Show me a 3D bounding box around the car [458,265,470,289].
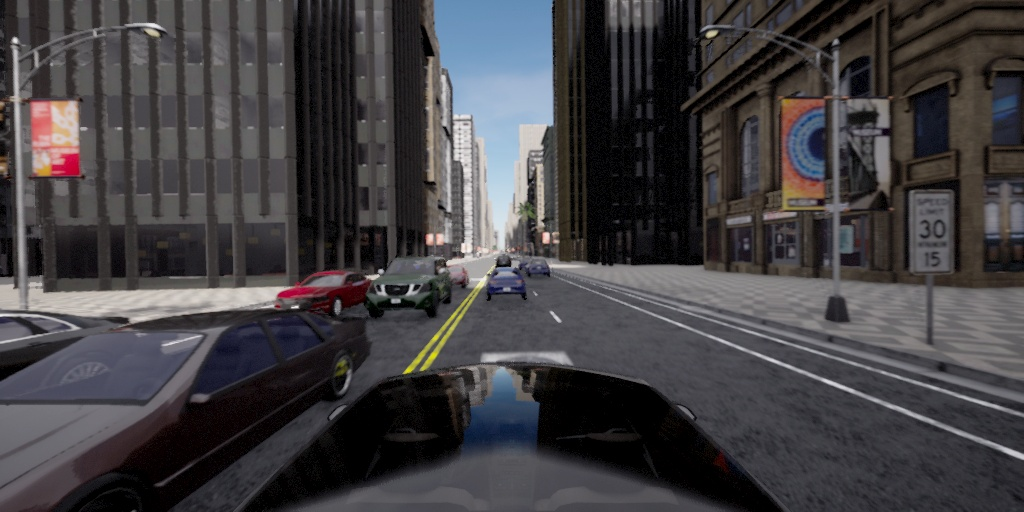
[{"bbox_3d":[-3.887,1.336,24.006,1.812,1.442,4.674,-1,0,-2],"label":"car"}]

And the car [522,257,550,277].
[{"bbox_3d":[2.419,1.063,34.702,2.097,1.767,4.553,-1,0,-1],"label":"car"}]

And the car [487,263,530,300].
[{"bbox_3d":[-0.286,1.283,17.891,1.812,1.442,4.674,-1,0,-2],"label":"car"}]

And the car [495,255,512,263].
[{"bbox_3d":[-1.129,0.957,48.773,2.150,2.045,5.566,-1,0,-2],"label":"car"}]

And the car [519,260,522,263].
[{"bbox_3d":[2.061,1.039,49.475,2.097,1.767,4.553,-1,0,-1],"label":"car"}]

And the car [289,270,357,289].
[{"bbox_3d":[-6.875,1.331,13.750,1.882,1.535,5.008,-1,0,-2],"label":"car"}]

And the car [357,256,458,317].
[{"bbox_3d":[-3.627,1.028,13.745,2.150,2.045,5.566,-1,0,-1],"label":"car"}]

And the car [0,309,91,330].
[{"bbox_3d":[-6.582,1.337,3.396,2.128,1.511,4.902,-1,0,0],"label":"car"}]

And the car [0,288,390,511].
[{"bbox_3d":[-3.320,1.345,3.797,2.033,1.411,5.357,-1,0,1],"label":"car"}]
